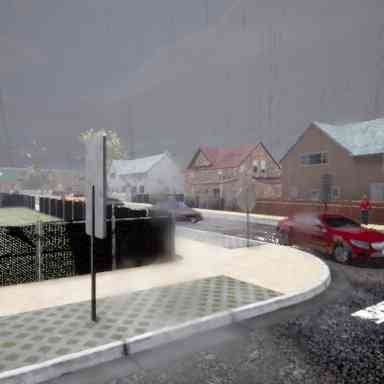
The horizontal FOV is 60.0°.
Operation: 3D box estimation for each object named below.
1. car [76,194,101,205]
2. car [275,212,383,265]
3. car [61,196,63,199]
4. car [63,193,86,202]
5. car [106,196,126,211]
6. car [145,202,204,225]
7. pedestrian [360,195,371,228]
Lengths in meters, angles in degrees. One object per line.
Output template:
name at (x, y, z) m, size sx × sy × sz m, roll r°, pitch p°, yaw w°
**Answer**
car at (-14.978, 1.062, 47.858) m, size 2.033 × 1.411 × 5.357 m, roll 0°, pitch 1°, yaw -35°
car at (4.831, 1.470, 11.869) m, size 1.812 × 1.442 × 4.674 m, roll 0°, pitch 0°, yaw -21°
car at (-20.883, 1.001, 56.531) m, size 1.895 × 1.301 × 4.718 m, roll 0°, pitch 1°, yaw -34°
car at (-14.175, 0.930, 41.516) m, size 2.097 × 1.767 × 4.553 m, roll 0°, pitch 1°, yaw -34°
car at (-8.035, 1.201, 32.436) m, size 1.837 × 1.490 × 4.892 m, roll 0°, pitch 0°, yaw -34°
car at (-1.421, 1.364, 22.710) m, size 2.033 × 1.411 × 5.357 m, roll 0°, pitch 1°, yaw -35°
pedestrian at (9.149, 1.053, 17.596) m, size 0.375 × 1.860 × 0.375 m, roll 1°, pitch 0°, yaw -34°
